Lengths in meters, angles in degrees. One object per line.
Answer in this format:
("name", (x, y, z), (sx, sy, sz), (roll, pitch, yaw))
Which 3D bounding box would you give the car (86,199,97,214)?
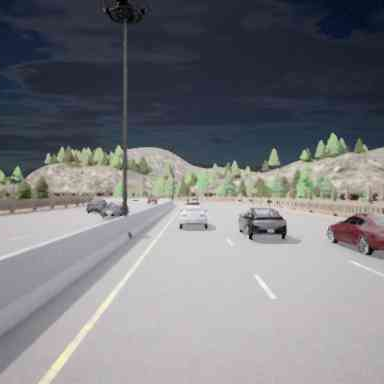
("car", (-10.589, 1.761, 38.111), (1.994, 1.385, 4.181), (0, 0, 0))

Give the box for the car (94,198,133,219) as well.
("car", (-7.095, 1.643, 30.960), (2.128, 1.511, 4.902), (0, 0, 0))

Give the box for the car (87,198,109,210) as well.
("car", (-14.084, 1.758, 49.893), (1.882, 1.535, 5.008), (0, 0, 0))

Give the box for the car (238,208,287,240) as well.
("car", (3.599, 1.569, 17.573), (2.128, 1.511, 4.902), (0, 0, 0))

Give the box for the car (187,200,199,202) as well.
("car", (0.099, 1.706, 40.766), (2.128, 1.511, 4.902), (0, 0, 0))

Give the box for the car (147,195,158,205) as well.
("car", (-8.596, 1.663, 72.585), (2.150, 2.045, 5.566), (0, -1, -10))

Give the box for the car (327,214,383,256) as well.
("car", (7.099, 1.584, 13.297), (1.812, 1.442, 4.674), (0, 0, 0))

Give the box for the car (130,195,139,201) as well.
("car", (-13.758, 1.519, 79.471), (2.097, 1.767, 4.553), (0, -1, -16))

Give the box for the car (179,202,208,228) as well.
("car", (0.100, 1.632, 22.951), (1.812, 1.442, 4.674), (0, 0, 0))
